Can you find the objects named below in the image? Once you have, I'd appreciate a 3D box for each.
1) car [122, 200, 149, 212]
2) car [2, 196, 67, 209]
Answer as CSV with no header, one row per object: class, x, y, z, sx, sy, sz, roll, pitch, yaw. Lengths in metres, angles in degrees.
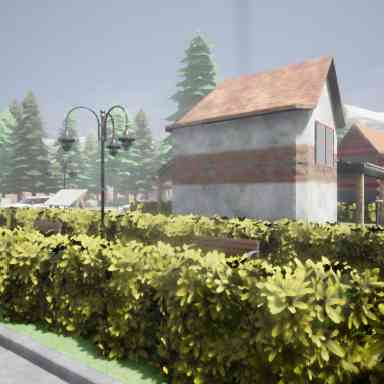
car,-6.210,1.688,39.472,1.812,1.442,4.674,0,0,37
car,-13.725,1.384,29.123,2.150,2.045,5.566,0,0,36
